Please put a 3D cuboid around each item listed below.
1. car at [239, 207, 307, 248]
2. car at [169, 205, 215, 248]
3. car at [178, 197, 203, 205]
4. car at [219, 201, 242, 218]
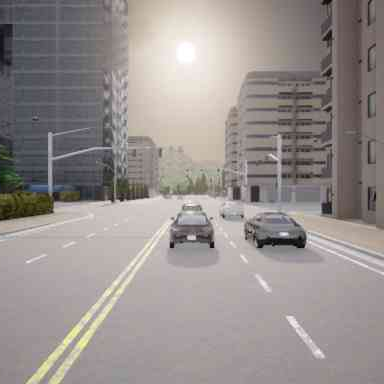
[{"bbox_3d":[3.500,1.571,14.650,1.994,1.385,4.181,0,0,0],"label":"car"},{"bbox_3d":[0.000,1.532,14.650,1.812,1.442,4.674,0,0,0],"label":"car"},{"bbox_3d":[0.000,1.494,29.650,2.128,1.511,4.902,0,0,0],"label":"car"},{"bbox_3d":[3.500,1.532,29.650,1.812,1.442,4.674,0,0,0],"label":"car"}]
